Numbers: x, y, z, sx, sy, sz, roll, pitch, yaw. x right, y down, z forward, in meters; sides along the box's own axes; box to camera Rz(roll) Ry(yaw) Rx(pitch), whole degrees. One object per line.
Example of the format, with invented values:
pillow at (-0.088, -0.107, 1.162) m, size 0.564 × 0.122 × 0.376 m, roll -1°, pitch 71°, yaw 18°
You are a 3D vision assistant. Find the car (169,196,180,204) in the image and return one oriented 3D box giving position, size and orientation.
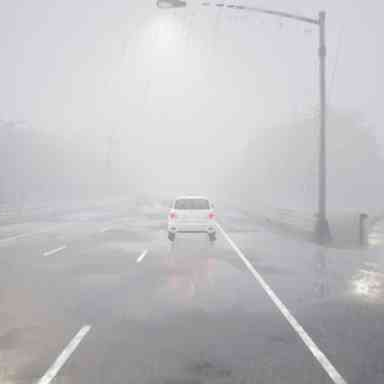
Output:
car at (-3.469, 1.591, 66.505) m, size 1.882 × 1.535 × 5.008 m, roll 0°, pitch 0°, yaw 1°

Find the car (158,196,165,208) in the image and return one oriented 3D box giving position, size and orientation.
car at (-3.495, 1.584, 49.607) m, size 1.837 × 1.490 × 4.892 m, roll 0°, pitch 0°, yaw 0°

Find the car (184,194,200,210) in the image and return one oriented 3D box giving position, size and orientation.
car at (-0.005, 1.295, 45.751) m, size 2.150 × 2.045 × 5.566 m, roll 0°, pitch 0°, yaw 0°

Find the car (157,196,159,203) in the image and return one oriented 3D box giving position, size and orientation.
car at (-6.968, 1.590, 66.153) m, size 1.882 × 1.535 × 5.008 m, roll 0°, pitch 0°, yaw 1°

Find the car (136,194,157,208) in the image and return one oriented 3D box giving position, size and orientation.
car at (-6.996, 1.300, 49.585) m, size 2.150 × 2.045 × 5.566 m, roll 0°, pitch 0°, yaw 0°

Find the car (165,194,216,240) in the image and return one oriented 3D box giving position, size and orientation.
car at (0.002, 1.225, 17.089) m, size 2.150 × 2.045 × 5.566 m, roll 0°, pitch 0°, yaw 0°
